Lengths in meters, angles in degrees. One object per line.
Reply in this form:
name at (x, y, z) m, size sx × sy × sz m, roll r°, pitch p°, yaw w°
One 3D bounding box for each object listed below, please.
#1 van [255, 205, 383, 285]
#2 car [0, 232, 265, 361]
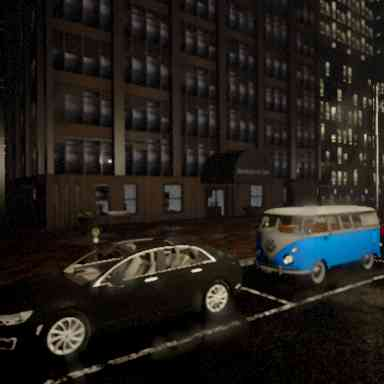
van at (3.455, 1.281, 9.013) m, size 3.998 × 1.788 × 1.690 m, roll -1°, pitch 0°, yaw -35°
car at (-1.044, 1.532, 5.813) m, size 4.403 × 1.369 × 2.008 m, roll -1°, pitch 0°, yaw -35°
